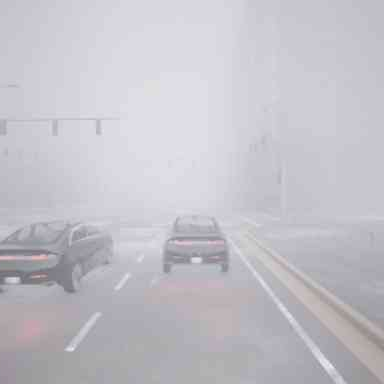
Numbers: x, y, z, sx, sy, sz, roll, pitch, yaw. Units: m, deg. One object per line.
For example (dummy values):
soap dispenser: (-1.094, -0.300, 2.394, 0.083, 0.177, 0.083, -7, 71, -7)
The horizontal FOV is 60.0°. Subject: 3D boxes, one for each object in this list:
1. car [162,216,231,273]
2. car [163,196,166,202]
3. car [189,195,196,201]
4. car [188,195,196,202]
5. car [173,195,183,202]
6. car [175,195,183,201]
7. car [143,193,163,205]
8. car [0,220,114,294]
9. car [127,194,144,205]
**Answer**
car: (0.090, 1.499, 10.679, 2.128, 1.511, 4.902, 0, 0, -1)
car: (-6.927, 1.566, 75.872, 1.837, 1.490, 4.892, 0, 0, 0)
car: (0.084, 1.537, 87.631, 1.882, 1.535, 5.008, 0, 0, 0)
car: (0.076, 1.661, 78.586, 1.895, 1.301, 4.718, 0, 0, 0)
car: (-3.425, 1.565, 77.932, 1.837, 1.490, 4.892, 0, 0, 0)
car: (-3.416, 1.599, 87.635, 2.033, 1.411, 5.357, 0, 0, 0)
car: (-6.979, 1.405, 60.409, 2.097, 1.767, 4.553, 0, 0, 1)
car: (-3.433, 1.500, 8.837, 2.128, 1.511, 4.902, 0, 0, 1)
car: (-10.478, 1.531, 60.333, 1.882, 1.535, 5.008, 0, 0, 1)
